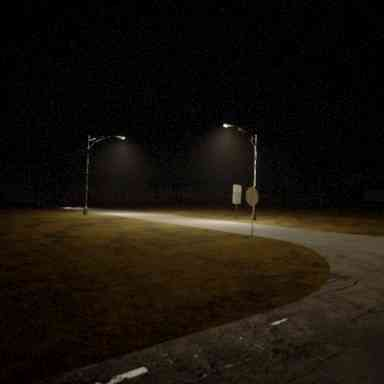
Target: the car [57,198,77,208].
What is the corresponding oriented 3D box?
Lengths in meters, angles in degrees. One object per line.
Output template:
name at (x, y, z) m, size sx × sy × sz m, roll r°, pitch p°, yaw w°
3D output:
car at (-18.733, 1.602, 49.878) m, size 1.994 × 1.385 × 4.181 m, roll 3°, pitch -2°, yaw -36°
